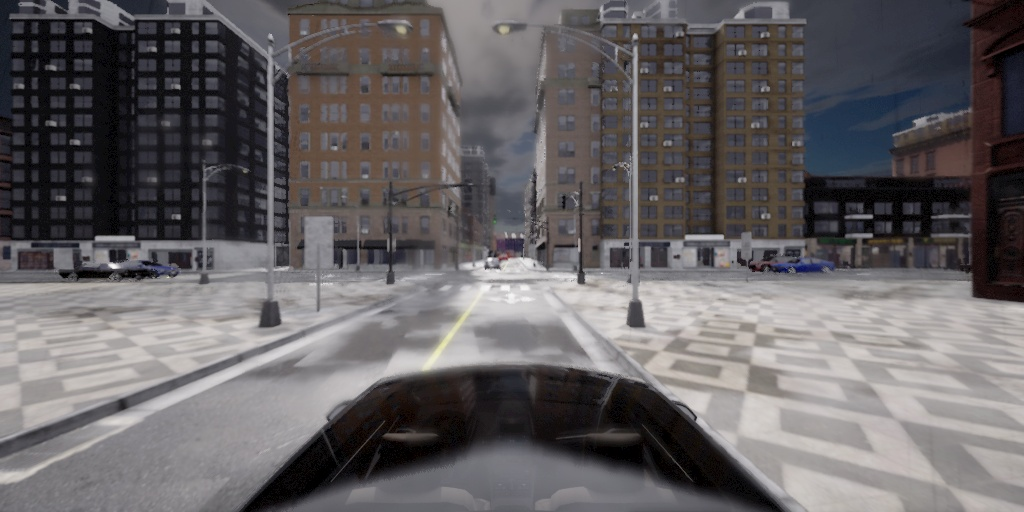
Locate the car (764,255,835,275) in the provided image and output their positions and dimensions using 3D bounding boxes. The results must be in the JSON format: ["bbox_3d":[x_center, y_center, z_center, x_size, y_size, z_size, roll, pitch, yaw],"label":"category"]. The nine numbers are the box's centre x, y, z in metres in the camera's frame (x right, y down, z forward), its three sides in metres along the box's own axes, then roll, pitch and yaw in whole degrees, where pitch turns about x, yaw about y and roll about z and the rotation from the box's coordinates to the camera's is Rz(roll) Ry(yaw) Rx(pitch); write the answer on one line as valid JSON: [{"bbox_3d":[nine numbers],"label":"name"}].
[{"bbox_3d":[26.264,0.916,32.505,5.008,1.535,1.882,0,0,0],"label":"car"}]

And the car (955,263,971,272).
[{"bbox_3d":[47.895,0.951,35.777,5.357,1.411,2.033,0,0,0],"label":"car"}]

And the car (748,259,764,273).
[{"bbox_3d":[26.057,0.792,35.750,4.553,1.767,2.097,0,0,0],"label":"car"}]

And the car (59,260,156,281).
[{"bbox_3d":[-28.804,1.151,25.519,4.718,1.301,1.895,0,0,0],"label":"car"}]

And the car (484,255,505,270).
[{"bbox_3d":[-2.320,0.950,43.497,2.128,1.511,4.902,0,1,0],"label":"car"}]

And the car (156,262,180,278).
[{"bbox_3d":[-29.513,1.078,28.769,4.674,1.442,1.812,0,0,0],"label":"car"}]
